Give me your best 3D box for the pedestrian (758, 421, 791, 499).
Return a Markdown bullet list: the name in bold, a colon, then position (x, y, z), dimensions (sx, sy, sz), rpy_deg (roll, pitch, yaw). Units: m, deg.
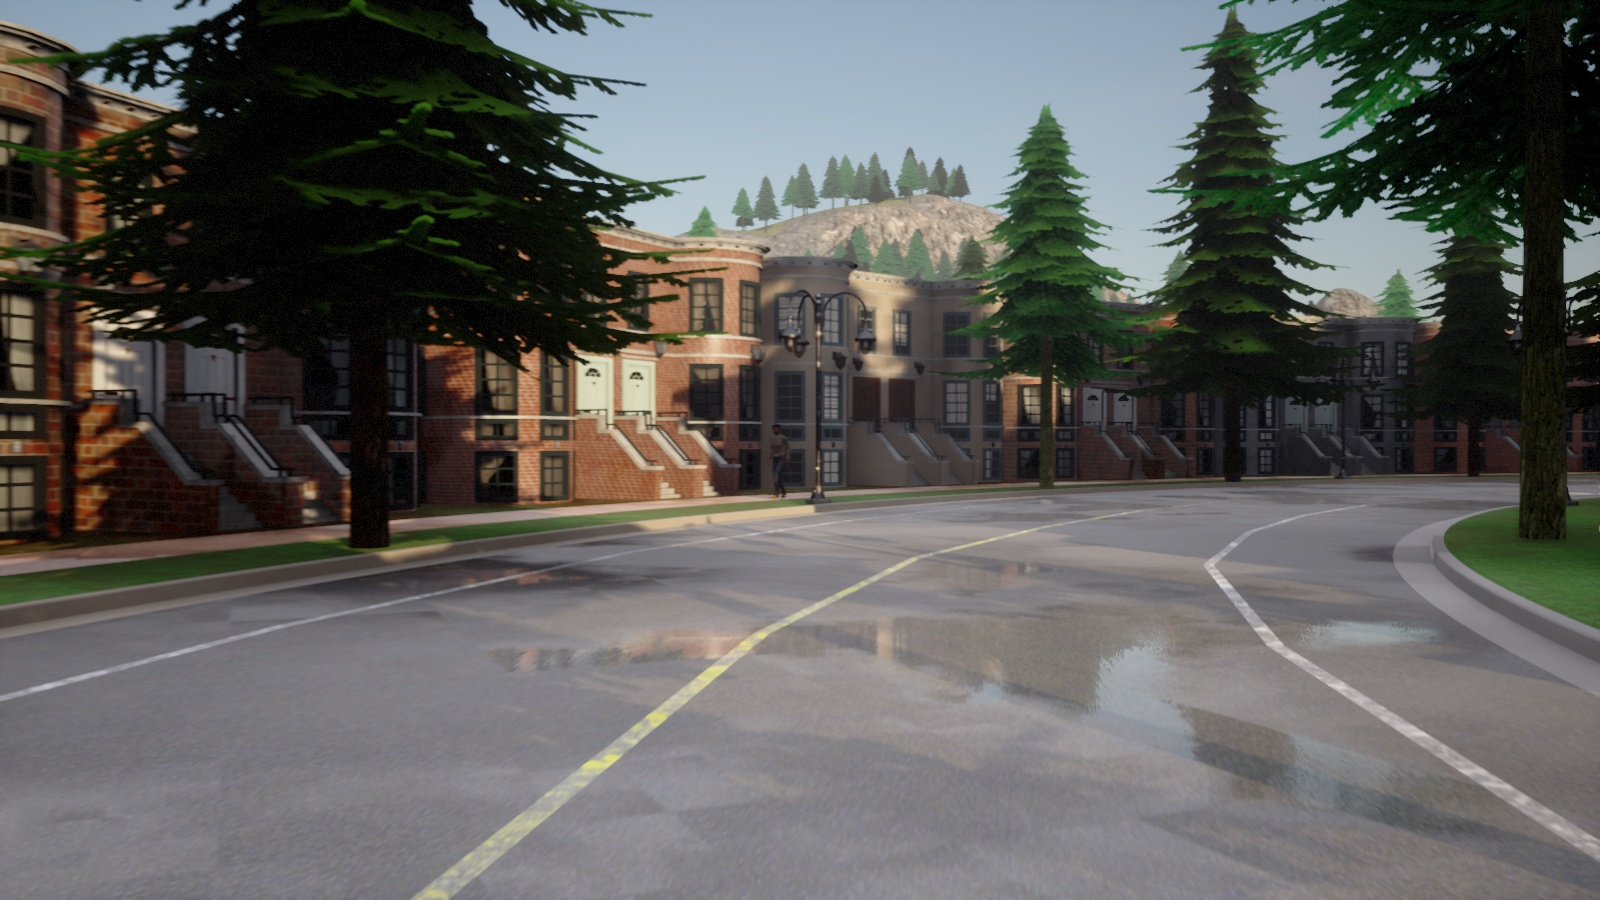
- **pedestrian**: position (-0.599, 0.234, 29.729), dimensions (0.328, 1.805, 0.869), rpy_deg (0, 0, 34)
